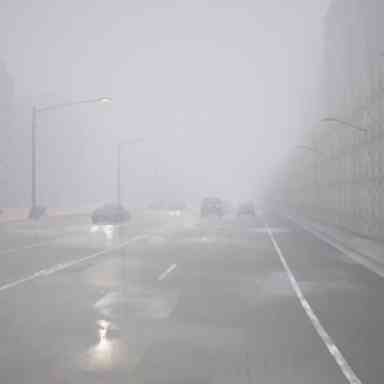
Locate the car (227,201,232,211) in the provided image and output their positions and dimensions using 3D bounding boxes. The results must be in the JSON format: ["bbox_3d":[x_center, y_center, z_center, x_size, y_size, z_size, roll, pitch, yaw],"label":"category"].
[{"bbox_3d":[4.038,2.042,46.177,2.033,1.411,5.357,0,-1,10],"label":"car"}]

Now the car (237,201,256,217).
[{"bbox_3d":[5.830,1.935,35.801,2.033,1.411,5.357,0,-1,10],"label":"car"}]

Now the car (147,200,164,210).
[{"bbox_3d":[-5.491,2.008,52.521,2.033,1.411,5.357,0,-1,10],"label":"car"}]

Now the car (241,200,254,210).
[{"bbox_3d":[9.319,2.150,55.787,2.033,1.411,5.357,0,-1,10],"label":"car"}]

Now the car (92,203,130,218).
[{"bbox_3d":[-8.574,1.917,35.888,2.033,1.411,5.357,0,-1,10],"label":"car"}]

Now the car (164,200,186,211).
[{"bbox_3d":[-2.212,2.031,51.029,2.128,1.511,4.902,0,-1,10],"label":"car"}]

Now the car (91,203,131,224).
[{"bbox_3d":[-6.567,1.845,27.275,1.994,1.385,4.181,0,-1,10],"label":"car"}]

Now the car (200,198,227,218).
[{"bbox_3d":[2.239,1.602,35.640,2.150,2.045,5.566,0,-1,10],"label":"car"}]

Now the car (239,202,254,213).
[{"bbox_3d":[7.551,2.060,45.936,1.994,1.385,4.181,0,-1,10],"label":"car"}]
